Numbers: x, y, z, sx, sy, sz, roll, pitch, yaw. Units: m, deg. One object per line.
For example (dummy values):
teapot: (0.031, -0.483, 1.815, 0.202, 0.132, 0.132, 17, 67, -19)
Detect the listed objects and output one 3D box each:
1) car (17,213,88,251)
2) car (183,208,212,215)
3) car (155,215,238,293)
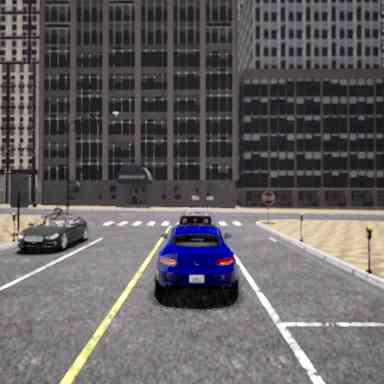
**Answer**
car: (-5.796, 1.608, 14.345, 2.008, 1.369, 4.403, 1, 0, 0)
car: (0.330, 1.684, 21.307, 1.895, 1.301, 4.718, 0, 0, 3)
car: (0.111, 1.561, 8.875, 1.812, 1.442, 4.674, 0, 0, 0)
